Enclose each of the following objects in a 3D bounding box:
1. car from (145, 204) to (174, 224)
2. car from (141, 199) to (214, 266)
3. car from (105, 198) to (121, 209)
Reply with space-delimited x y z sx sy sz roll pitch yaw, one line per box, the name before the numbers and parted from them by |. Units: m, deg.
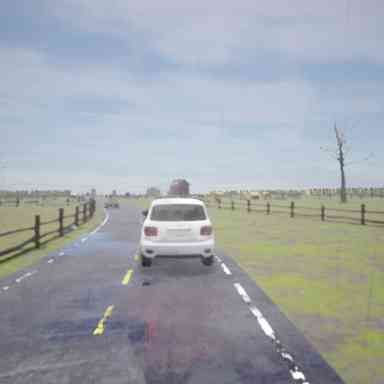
car | -2.659 1.649 26.396 1.895 1.301 4.718 0 0 -11
car | -0.575 1.241 11.780 2.150 2.045 5.566 0 0 -5
car | -11.329 1.597 47.239 1.837 1.490 4.892 0 -1 -19
